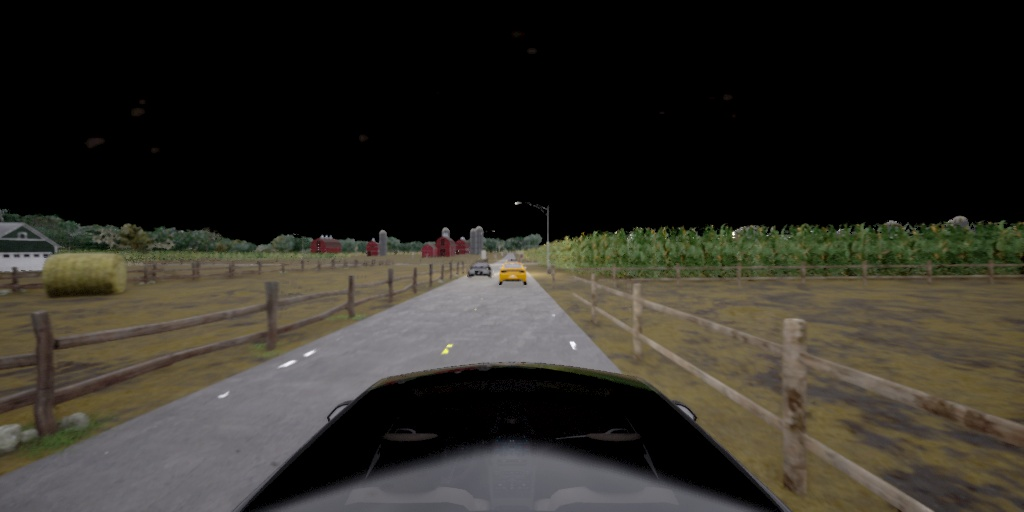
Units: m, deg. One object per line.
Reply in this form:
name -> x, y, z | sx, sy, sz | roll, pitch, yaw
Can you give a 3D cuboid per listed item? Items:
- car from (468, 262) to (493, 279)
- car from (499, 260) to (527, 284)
car -> -2.783, 1.273, 32.213 | 1.994, 1.385, 4.181 | 0, 0, 0
car -> 0.073, 1.194, 26.273 | 1.882, 1.535, 5.008 | 0, 0, 0
